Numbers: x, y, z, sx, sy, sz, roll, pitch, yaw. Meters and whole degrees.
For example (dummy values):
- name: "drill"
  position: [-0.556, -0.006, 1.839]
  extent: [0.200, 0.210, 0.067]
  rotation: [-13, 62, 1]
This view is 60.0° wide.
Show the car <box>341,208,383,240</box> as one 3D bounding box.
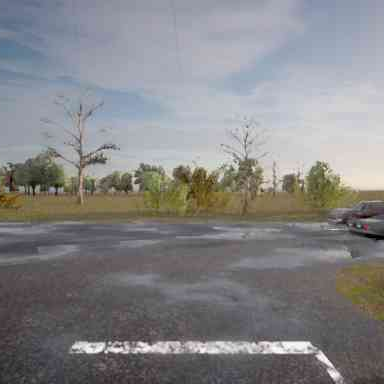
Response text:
- name: "car"
  position: [9.989, 1.597, 15.015]
  extent: [5.357, 1.411, 2.033]
  rotation: [0, 0, -2]

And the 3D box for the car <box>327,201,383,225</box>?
- name: "car"
  position: [11.472, 1.385, 22.080]
  extent: [4.553, 1.767, 2.097]
  rotation: [0, 0, -2]
